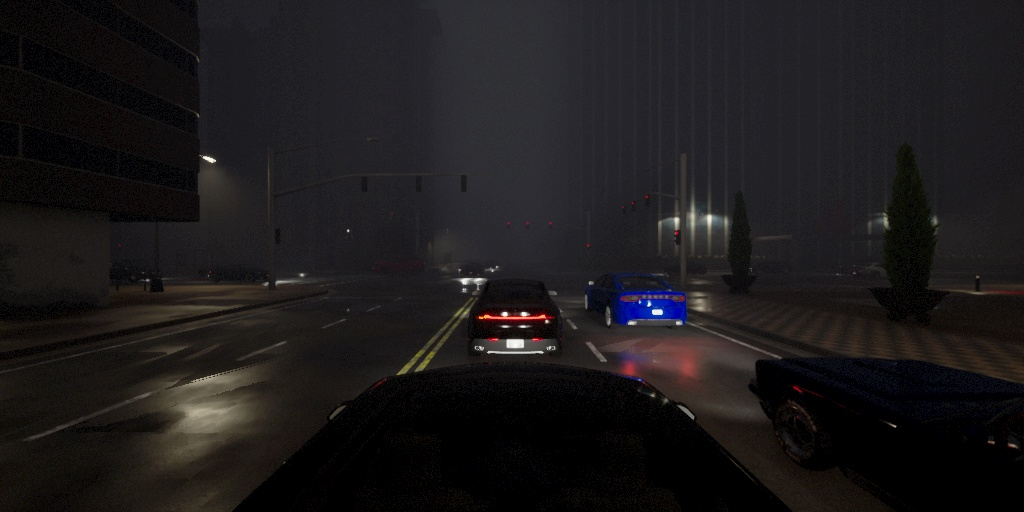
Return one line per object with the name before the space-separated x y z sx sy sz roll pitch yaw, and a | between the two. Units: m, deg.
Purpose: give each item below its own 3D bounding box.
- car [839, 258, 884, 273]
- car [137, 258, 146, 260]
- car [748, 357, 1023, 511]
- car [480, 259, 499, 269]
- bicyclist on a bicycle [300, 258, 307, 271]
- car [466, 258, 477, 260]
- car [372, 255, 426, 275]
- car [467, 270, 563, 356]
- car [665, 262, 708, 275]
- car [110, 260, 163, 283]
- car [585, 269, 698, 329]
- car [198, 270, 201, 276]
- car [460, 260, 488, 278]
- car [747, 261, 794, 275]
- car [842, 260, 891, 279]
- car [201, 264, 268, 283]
car | 38.258 1.092 38.794 4.553 1.767 2.097 0 0 0
car | -41.126 1.093 37.991 4.553 1.767 2.097 0 0 -1
car | 3.601 1.351 1.899 1.895 1.301 4.718 0 0 0
car | -3.600 1.300 57.160 1.994 1.385 4.181 0 0 0
bicyclist on a bicycle | -26.427 1.040 45.427 0.582 1.620 1.656 0 0 -1
car | -7.096 1.261 57.391 1.812 1.442 4.674 0 0 0
car | -12.116 0.961 38.812 5.566 2.045 2.150 0 2 -34
car | 0.060 1.253 8.555 1.837 1.490 4.892 0 0 0
car | 18.700 1.304 38.606 4.181 1.385 1.994 0 0 -1
car | -29.607 1.235 27.418 4.902 1.511 2.128 0 0 0
car | 3.573 1.225 11.244 1.882 1.535 5.008 0 0 0
car | -24.040 1.343 30.970 4.718 1.301 1.895 0 0 -1
car | -3.607 1.306 33.253 1.994 1.385 4.181 0 0 0
car | 27.549 1.244 38.697 4.892 1.490 1.837 0 0 -1
car | 32.397 1.268 31.545 4.674 1.442 1.812 0 0 -1
car | -20.686 1.307 27.504 4.181 1.385 1.994 0 0 -1
